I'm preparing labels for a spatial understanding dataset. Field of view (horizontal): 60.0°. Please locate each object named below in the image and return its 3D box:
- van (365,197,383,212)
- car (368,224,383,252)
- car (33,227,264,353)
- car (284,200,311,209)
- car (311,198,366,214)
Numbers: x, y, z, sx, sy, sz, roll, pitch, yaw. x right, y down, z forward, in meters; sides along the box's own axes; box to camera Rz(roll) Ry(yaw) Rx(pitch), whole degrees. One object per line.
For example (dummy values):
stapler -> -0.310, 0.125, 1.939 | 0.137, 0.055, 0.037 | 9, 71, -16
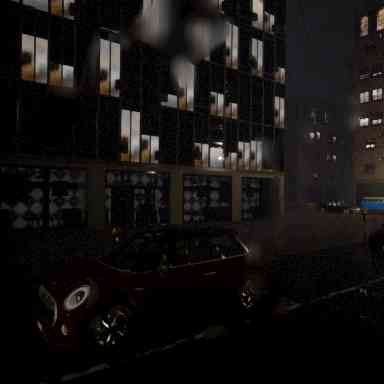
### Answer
van -> 22.163, 1.529, 39.621 | 1.690, 1.788, 3.998 | 0, -1, -35
car -> 8.438, 1.569, 12.566 | 4.313, 1.339, 1.947 | 0, 1, -35
car -> -0.637, 1.441, 6.090 | 4.097, 1.590, 1.967 | 0, 1, -35
car -> 15.733, 1.791, 48.874 | 1.752, 1.417, 4.829 | 0, -1, -35
car -> 15.277, 1.623, 34.842 | 2.008, 1.369, 4.403 | 0, -1, -35
